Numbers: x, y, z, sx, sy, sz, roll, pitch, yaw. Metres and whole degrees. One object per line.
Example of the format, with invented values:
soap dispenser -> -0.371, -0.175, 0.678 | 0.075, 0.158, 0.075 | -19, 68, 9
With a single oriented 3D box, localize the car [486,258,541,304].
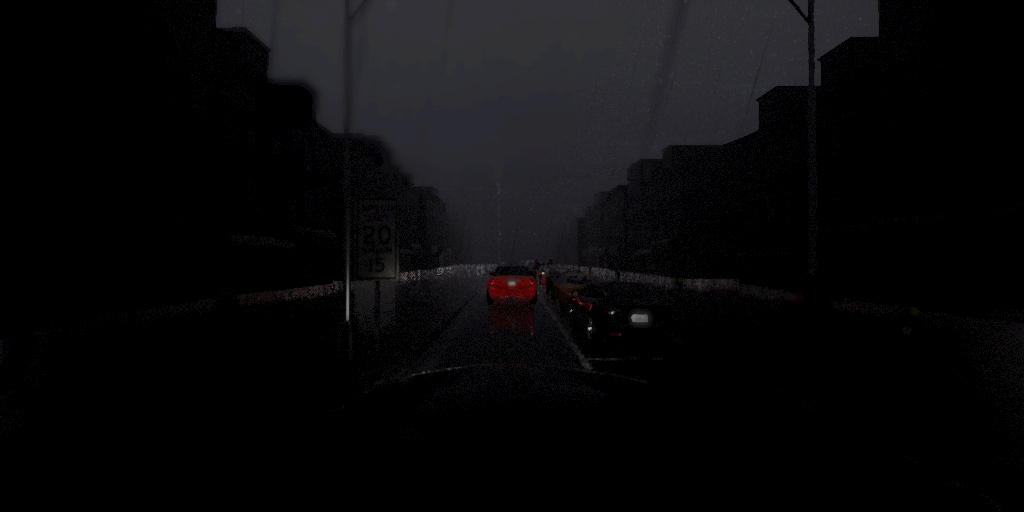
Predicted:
car -> 0.000, 1.124, 16.471 | 2.097, 1.767, 4.553 | 0, 0, 0

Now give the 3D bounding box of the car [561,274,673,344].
car -> 2.638, 1.317, 9.435 | 1.948, 1.339, 4.313 | 0, 0, 0

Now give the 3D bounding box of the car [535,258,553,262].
car -> 2.638, 1.091, 31.330 | 2.192, 1.841, 5.009 | 0, 0, 0

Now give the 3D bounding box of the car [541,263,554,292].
car -> 2.638, 1.306, 20.383 | 1.888, 1.381, 4.507 | 0, 0, 0

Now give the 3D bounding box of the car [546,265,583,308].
car -> 2.638, 1.280, 15.078 | 1.751, 1.417, 4.829 | 0, 0, 0

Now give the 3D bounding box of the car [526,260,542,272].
car -> 3.015, 1.302, 50.039 | 1.882, 1.535, 5.008 | 0, 0, 0
